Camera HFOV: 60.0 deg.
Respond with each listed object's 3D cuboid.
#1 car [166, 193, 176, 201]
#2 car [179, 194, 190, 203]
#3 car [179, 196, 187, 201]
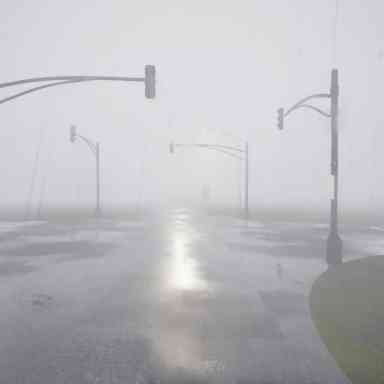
[{"bbox_3d":[-4.604,1.013,74.022,2.097,1.767,4.553,0,0,-3],"label":"car"},{"bbox_3d":[-1.617,1.384,69.929,2.097,1.767,4.553,0,0,-3],"label":"car"},{"bbox_3d":[-2.219,1.559,80.003,1.895,1.301,4.718,0,0,-4],"label":"car"}]
